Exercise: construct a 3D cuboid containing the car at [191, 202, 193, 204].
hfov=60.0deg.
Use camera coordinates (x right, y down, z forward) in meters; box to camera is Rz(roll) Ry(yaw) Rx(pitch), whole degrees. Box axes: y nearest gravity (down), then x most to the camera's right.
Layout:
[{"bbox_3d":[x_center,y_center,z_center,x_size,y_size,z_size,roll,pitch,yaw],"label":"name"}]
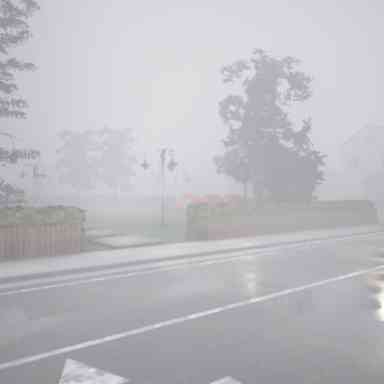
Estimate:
[{"bbox_3d":[1.637,1.716,57.028,1.994,1.385,4.181,0,0,-35],"label":"car"}]
